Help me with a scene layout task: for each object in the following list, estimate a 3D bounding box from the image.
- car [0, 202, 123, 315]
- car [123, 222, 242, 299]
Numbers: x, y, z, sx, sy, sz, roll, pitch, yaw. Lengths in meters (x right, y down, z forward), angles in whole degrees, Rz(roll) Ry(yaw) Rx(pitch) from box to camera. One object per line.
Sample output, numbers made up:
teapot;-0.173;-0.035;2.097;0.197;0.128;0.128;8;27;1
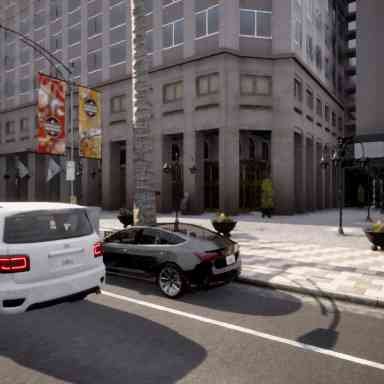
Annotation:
car;-4.236;1.221;7.012;5.566;2.045;2.150;0;0;35
car;-1.076;1.513;8.554;4.786;1.482;2.161;0;0;35
